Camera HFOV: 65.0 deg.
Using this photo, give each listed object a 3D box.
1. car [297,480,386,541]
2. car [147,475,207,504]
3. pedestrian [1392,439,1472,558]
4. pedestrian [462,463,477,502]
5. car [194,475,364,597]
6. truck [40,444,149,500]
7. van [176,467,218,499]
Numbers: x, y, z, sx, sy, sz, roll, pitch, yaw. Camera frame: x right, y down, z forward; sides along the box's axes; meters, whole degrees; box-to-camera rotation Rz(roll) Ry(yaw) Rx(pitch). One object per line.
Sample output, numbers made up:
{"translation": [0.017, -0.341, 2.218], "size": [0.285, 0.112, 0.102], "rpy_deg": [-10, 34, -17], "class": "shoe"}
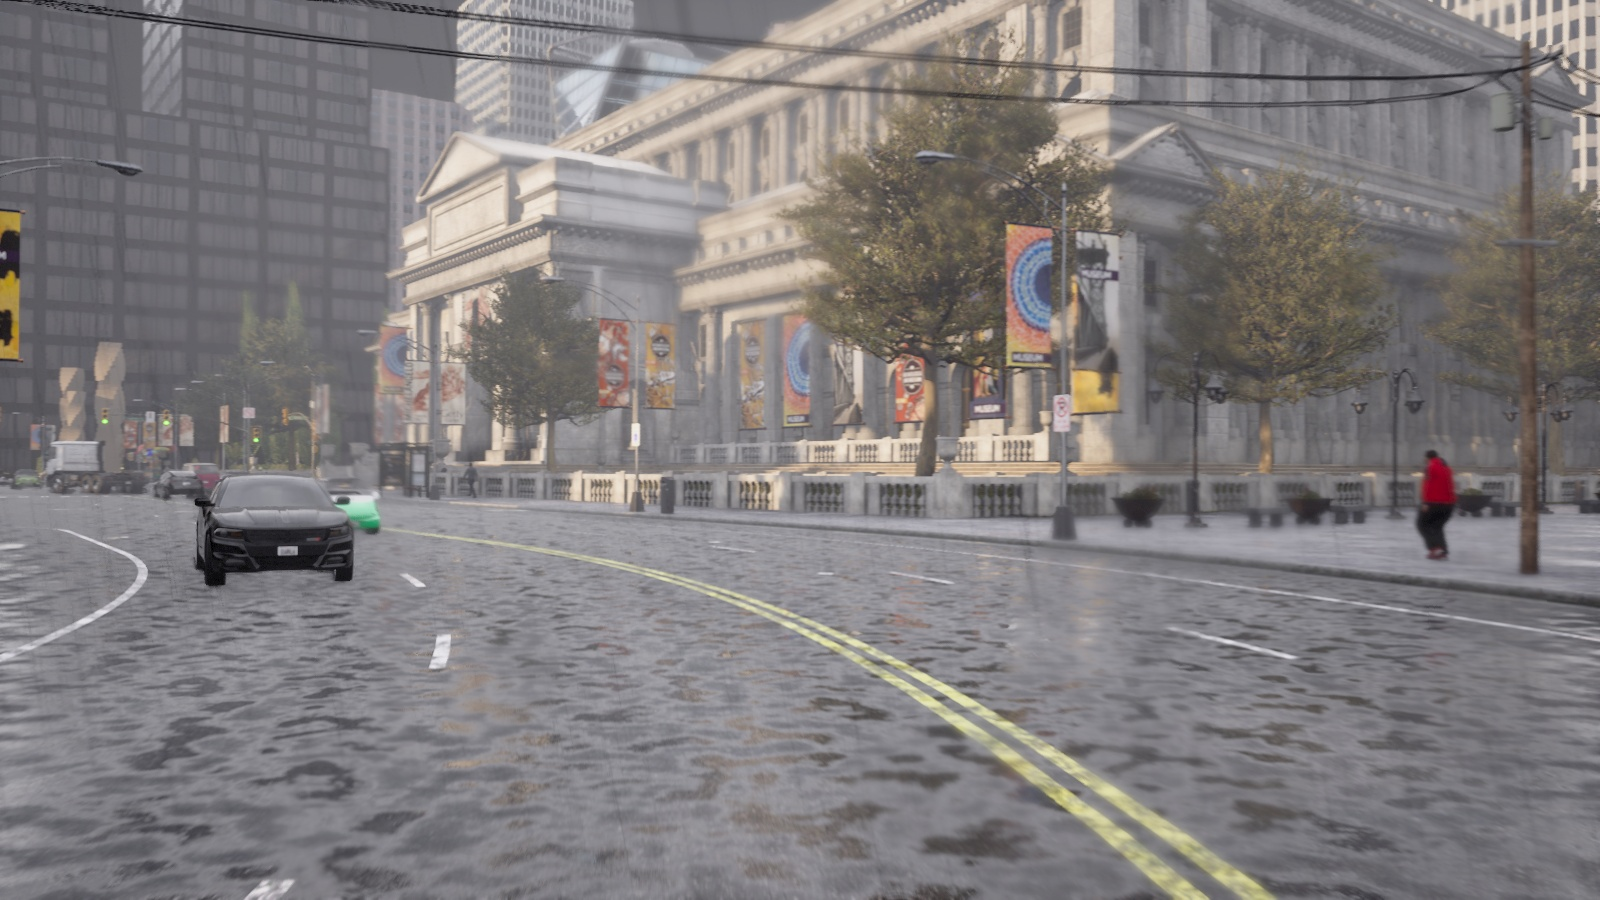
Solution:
{"translation": [-11.074, 1.433, 30.309], "size": [1.481, 1.376, 2.207], "rpy_deg": [0, -2, -35], "class": "car"}
{"translation": [-33.880, 2.129, 68.254], "size": [2.163, 1.488, 4.792], "rpy_deg": [0, -1, -36], "class": "car"}
{"translation": [10.002, 0.754, 19.894], "size": [0.634, 1.844, 0.899], "rpy_deg": [0, -1, -29], "class": "pedestrian"}
{"translation": [-16.594, 1.611, 63.040], "size": [0.423, 1.949, 0.788], "rpy_deg": [1, -1, -41], "class": "pedestrian"}
{"translation": [-7.852, 1.144, 18.636], "size": [1.882, 1.535, 5.008], "rpy_deg": [0, -1, -28], "class": "car"}
{"translation": [-45.590, 1.422, 81.072], "size": [7.936, 3.462, 2.891], "rpy_deg": [-1, -1, 34], "class": "truck"}
{"translation": [-39.385, 2.140, 81.982], "size": [1.775, 1.987, 4.442], "rpy_deg": [0, -1, -36], "class": "van"}
